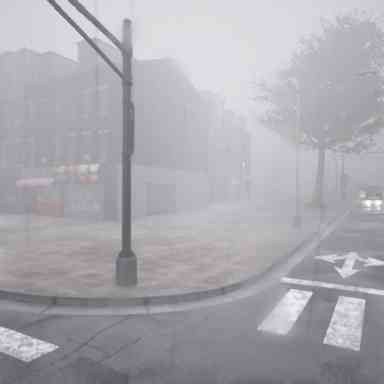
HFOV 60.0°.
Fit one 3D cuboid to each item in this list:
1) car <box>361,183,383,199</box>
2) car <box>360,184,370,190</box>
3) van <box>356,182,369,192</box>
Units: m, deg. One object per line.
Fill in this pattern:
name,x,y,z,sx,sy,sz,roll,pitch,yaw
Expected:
car,23.430,-0.020,42.838,2.128,1.511,4.902,0,3,30
car,42.135,-1.299,81.091,1.887,1.381,4.507,2,3,30
van,32.830,-0.977,64.658,1.690,1.788,3.998,2,3,30
